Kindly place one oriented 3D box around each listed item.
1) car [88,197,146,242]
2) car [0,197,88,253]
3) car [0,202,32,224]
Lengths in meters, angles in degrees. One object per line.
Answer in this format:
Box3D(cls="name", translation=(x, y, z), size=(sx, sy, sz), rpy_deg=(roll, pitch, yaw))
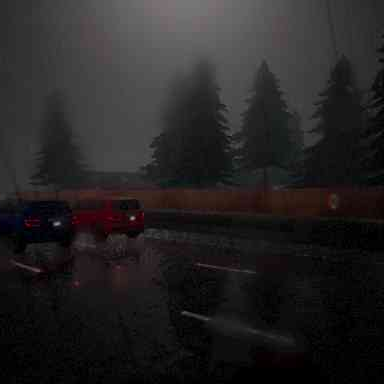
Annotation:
Box3D(cls="car", translation=(-4.675, 1.257, 16.583), size=(5.566, 2.045, 2.150), rpy_deg=(0, 0, 41))
Box3D(cls="car", translation=(-6.965, 1.257, 13.936), size=(5.566, 2.045, 2.150), rpy_deg=(0, 0, 41))
Box3D(cls="car", translation=(-14.452, 1.563, 25.878), size=(2.033, 1.411, 5.357), rpy_deg=(0, 0, -44))
